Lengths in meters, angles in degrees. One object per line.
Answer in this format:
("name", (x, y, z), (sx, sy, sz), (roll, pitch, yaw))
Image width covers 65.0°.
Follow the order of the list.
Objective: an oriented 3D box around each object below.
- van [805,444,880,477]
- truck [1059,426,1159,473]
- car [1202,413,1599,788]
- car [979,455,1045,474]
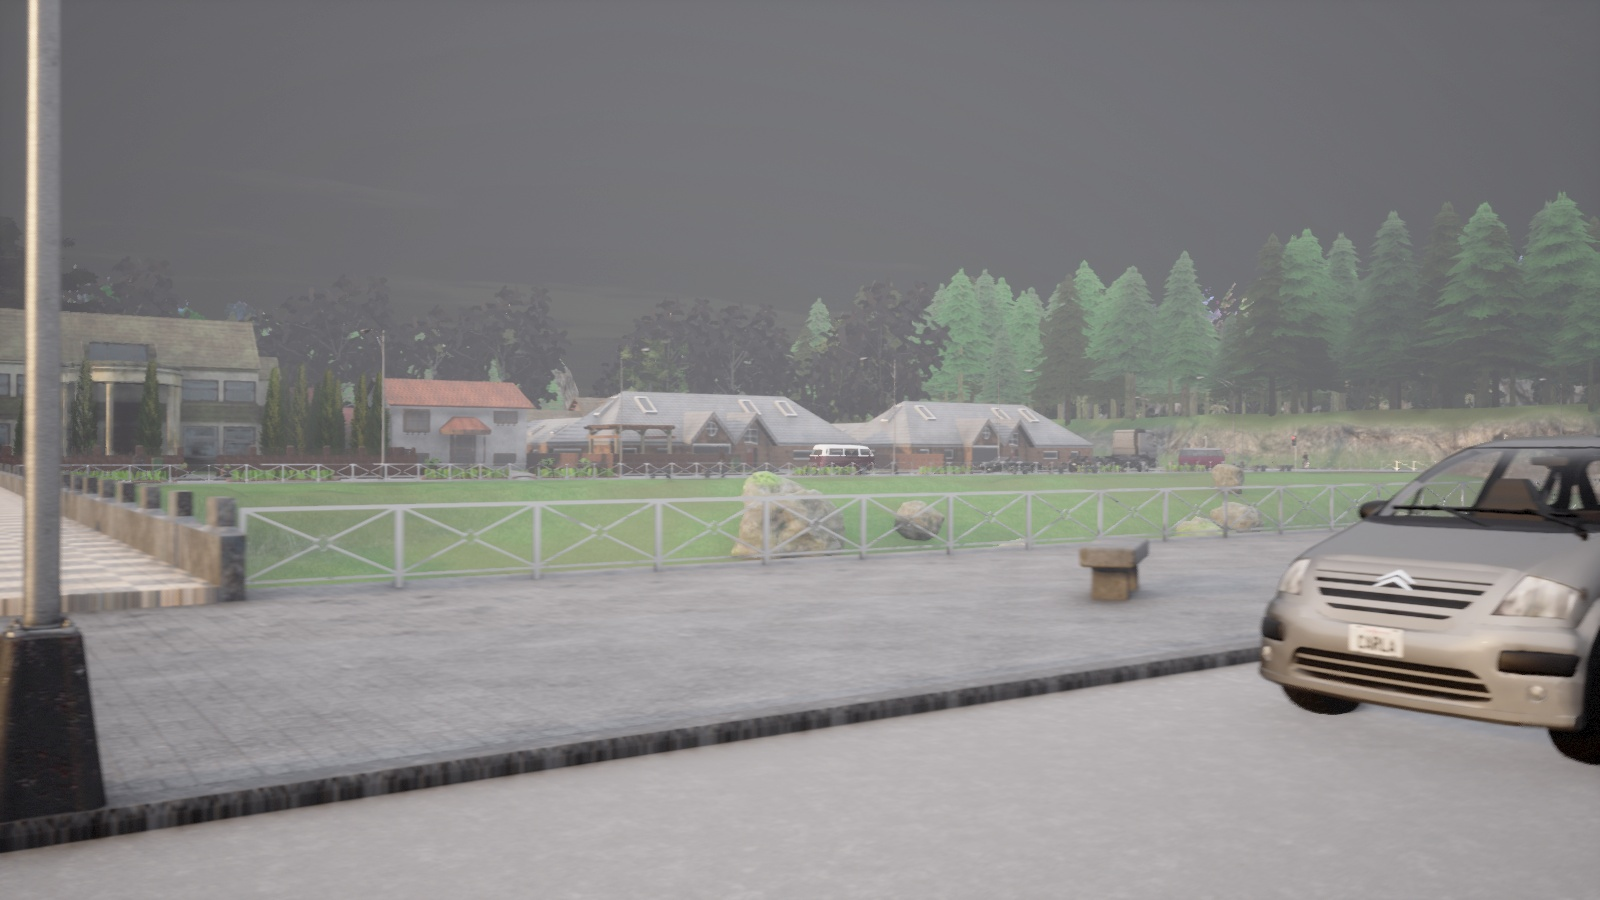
("van", (2.756, 0.662, 81.323), (4.480, 2.038, 2.069), (0, 0, -35))
("truck", (23.629, -0.052, 95.848), (7.936, 3.462, 2.891), (0, 0, -35))
("car", (4.391, 0.652, 7.324), (3.988, 1.617, 1.851), (0, 0, -35))
("car", (15.188, 1.034, 89.971), (4.718, 1.301, 1.895), (0, 0, -35))
